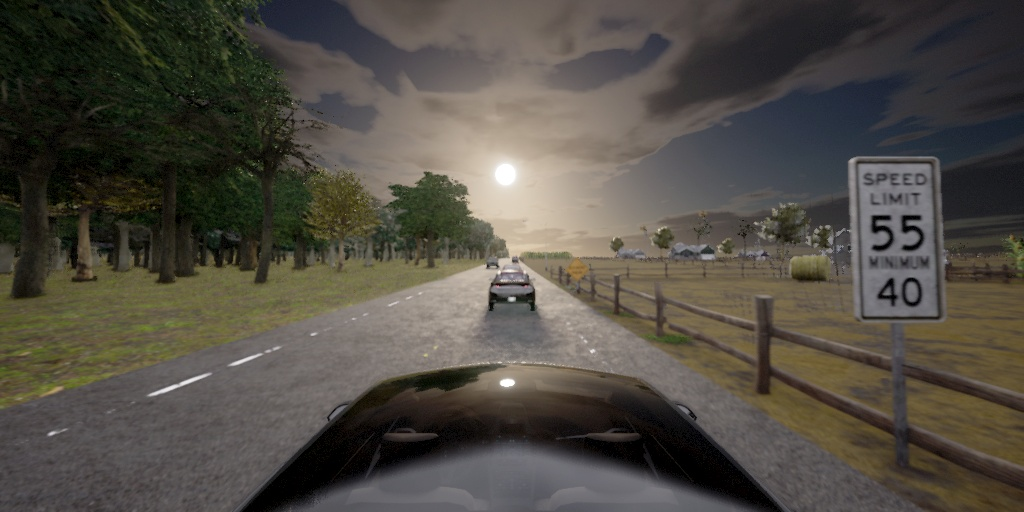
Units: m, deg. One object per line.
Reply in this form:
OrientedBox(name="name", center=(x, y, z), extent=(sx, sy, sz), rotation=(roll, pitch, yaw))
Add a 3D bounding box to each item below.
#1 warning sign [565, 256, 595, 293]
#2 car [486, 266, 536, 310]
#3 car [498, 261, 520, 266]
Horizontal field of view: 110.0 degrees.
OrientedBox(name="warning sign", center=(3.540, 1.008, 19.249), extent=(1.300, 1.860, 1.060), rotation=(0, 0, 0))
OrientedBox(name="car", center=(0.008, 1.361, 15.358), extent=(2.128, 1.511, 4.902), rotation=(0, 0, 0))
OrientedBox(name="car", center=(0.004, 1.429, 31.102), extent=(1.882, 1.535, 5.008), rotation=(0, 0, 0))
